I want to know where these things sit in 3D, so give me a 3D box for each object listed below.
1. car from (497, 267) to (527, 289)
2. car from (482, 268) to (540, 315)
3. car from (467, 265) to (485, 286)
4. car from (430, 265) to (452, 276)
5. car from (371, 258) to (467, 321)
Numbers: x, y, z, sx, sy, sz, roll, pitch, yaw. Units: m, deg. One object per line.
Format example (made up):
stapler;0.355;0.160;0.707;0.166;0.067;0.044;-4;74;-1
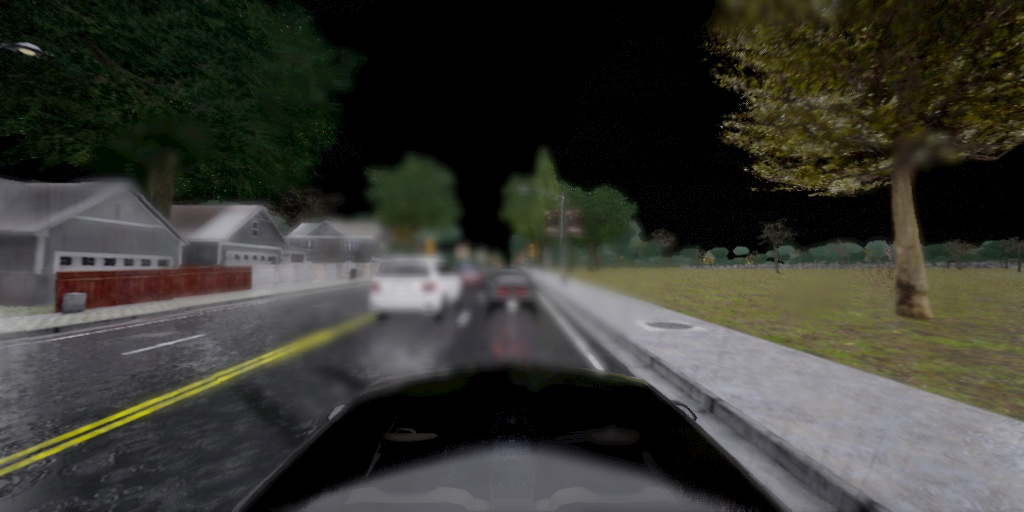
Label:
car;0.015;1.616;27.168;2.033;1.411;5.357;0;-1;0
car;0.042;1.403;14.279;1.837;1.490;4.892;0;-1;1
car;-3.211;1.667;29.475;1.994;1.385;4.181;0;-1;1
car;-9.853;1.970;50.173;2.033;1.411;5.357;0;-1;0
car;-3.222;1.108;13.162;2.150;2.045;5.566;0;0;1
